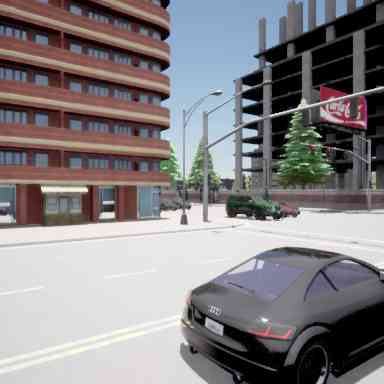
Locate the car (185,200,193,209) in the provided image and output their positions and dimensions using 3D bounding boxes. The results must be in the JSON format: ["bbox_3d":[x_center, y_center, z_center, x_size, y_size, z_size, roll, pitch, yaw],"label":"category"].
[{"bbox_3d":[-1.852,1.505,43.517,1.837,1.490,4.892,0,0,-36],"label":"car"}]

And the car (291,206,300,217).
[{"bbox_3d":[7.634,1.526,30.407,1.812,1.442,4.674,0,0,-36],"label":"car"}]

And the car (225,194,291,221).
[{"bbox_3d":[5.098,1.221,27.684,2.150,2.045,5.566,0,0,-34],"label":"car"}]

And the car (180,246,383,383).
[{"bbox_3d":[1.895,1.564,5.115,4.181,1.385,1.994,0,0,-35],"label":"car"}]

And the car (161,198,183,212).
[{"bbox_3d":[-3.454,1.503,39.761,1.837,1.490,4.892,0,0,-36],"label":"car"}]
